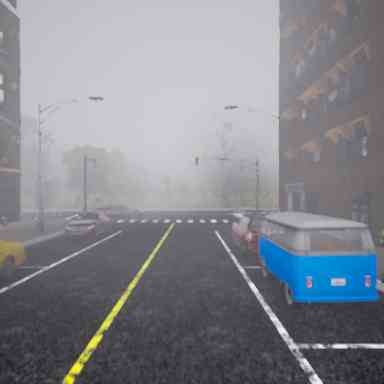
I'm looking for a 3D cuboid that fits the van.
[{"bbox_3d":[2.674,1.434,7.938,1.690,1.788,3.998,-1,-1,0],"label":"van"}]

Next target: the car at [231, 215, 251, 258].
[{"bbox_3d":[2.677,1.597,13.461,1.967,1.590,4.097,-1,-1,0],"label":"car"}]

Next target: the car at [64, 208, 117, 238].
[{"bbox_3d":[-5.796,1.800,18.930,1.802,1.307,4.206,-1,-1,0],"label":"car"}]

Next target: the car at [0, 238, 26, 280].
[{"bbox_3d":[-5.702,1.616,7.719,1.752,1.417,4.829,-1,-1,0],"label":"car"}]

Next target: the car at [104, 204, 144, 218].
[{"bbox_3d":[-7.814,2.036,35.419,5.357,1.411,2.033,0,0,-7],"label":"car"}]
